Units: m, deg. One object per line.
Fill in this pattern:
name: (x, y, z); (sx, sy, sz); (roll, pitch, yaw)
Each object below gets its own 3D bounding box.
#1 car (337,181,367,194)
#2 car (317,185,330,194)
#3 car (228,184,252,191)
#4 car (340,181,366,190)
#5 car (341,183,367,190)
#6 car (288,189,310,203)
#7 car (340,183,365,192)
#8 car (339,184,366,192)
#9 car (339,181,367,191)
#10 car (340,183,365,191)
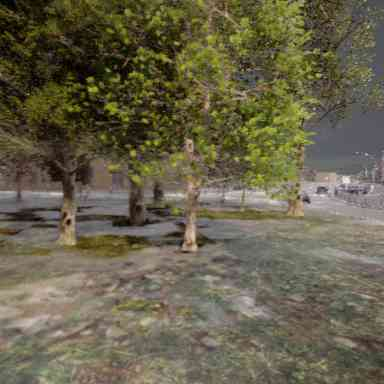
car: (29.177, -0.657, 60.714); (4.553, 1.767, 2.185); (2, 3, 26)
car: (23.451, -0.529, 59.485); (1.837, 1.490, 4.892); (2, 3, 25)
car: (9.500, -1.186, 66.343); (4.553, 1.767, 2.185); (2, 3, 26)
car: (38.989, -1.657, 80.788); (5.566, 2.045, 2.435); (2, 3, 26)
car: (37.897, -1.288, 78.102); (5.366, 1.575, 1.946); (2, 3, 26)
car: (11.387, 0.387, 35.555); (1.994, 1.385, 4.181); (1, 2, 12)
car: (32.857, -0.973, 68.196); (4.553, 1.767, 2.185); (2, 3, 26)
car: (34.104, -0.964, 70.822); (5.008, 1.535, 2.097); (2, 3, 26)
car: (36.533, -1.430, 75.665); (5.566, 2.045, 2.435); (2, 3, 26)
car: (35.285, -1.068, 73.197); (4.892, 1.521, 2.231); (2, 3, 26)
